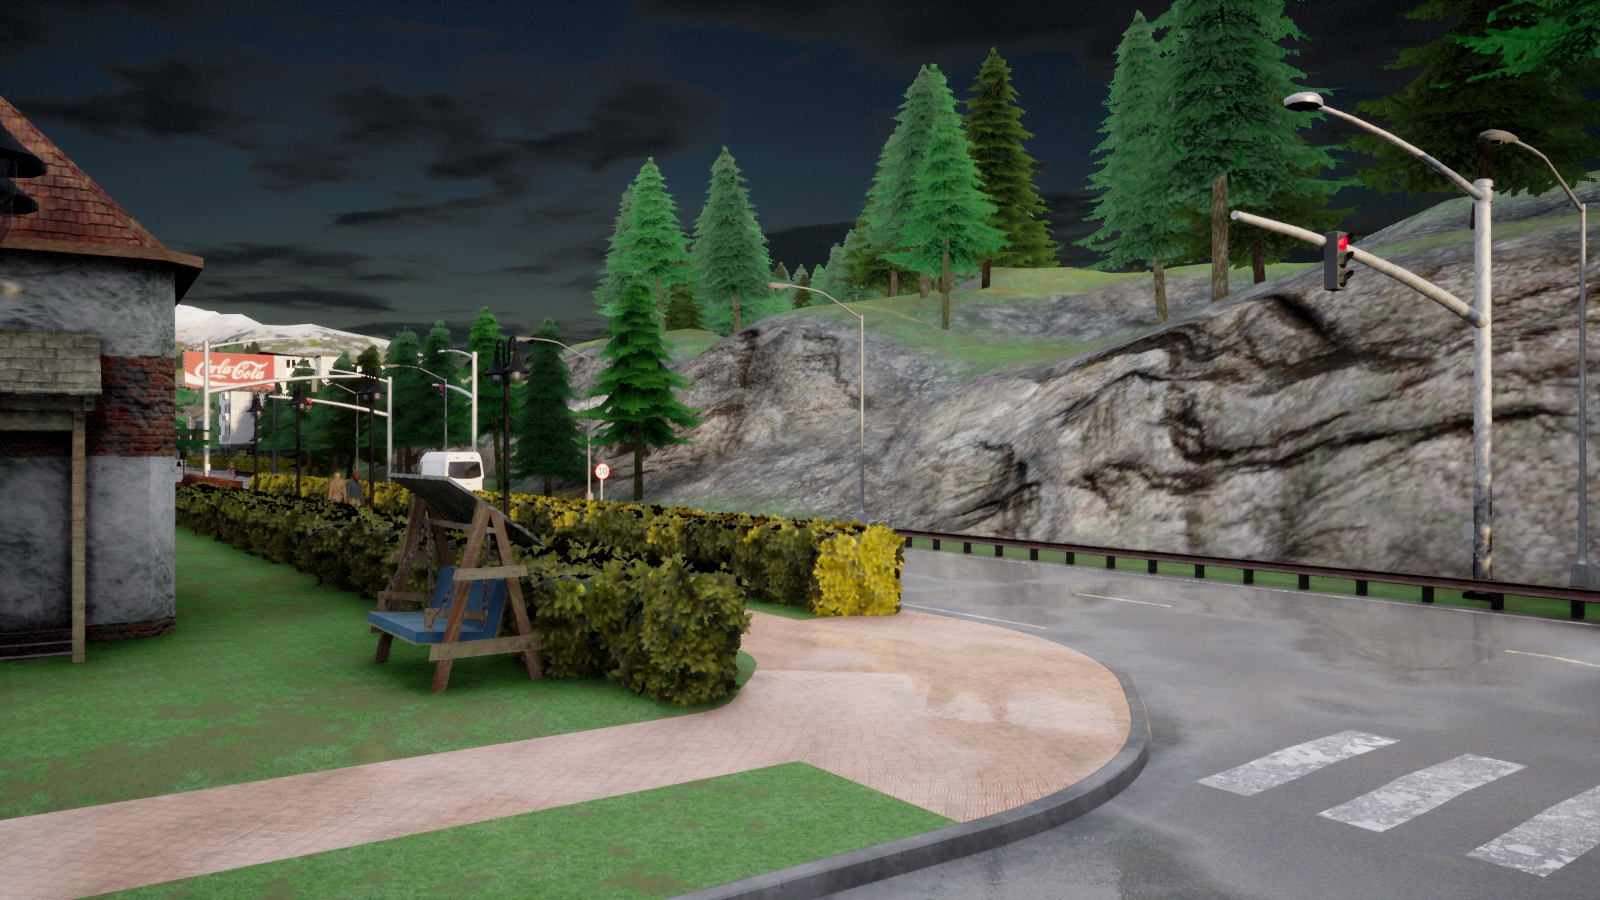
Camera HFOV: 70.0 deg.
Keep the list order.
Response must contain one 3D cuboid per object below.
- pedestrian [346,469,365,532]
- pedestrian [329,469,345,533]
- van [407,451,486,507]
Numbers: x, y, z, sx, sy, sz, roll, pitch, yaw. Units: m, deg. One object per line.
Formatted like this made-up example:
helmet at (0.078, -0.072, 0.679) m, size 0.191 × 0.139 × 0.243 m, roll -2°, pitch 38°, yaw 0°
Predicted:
pedestrian at (-13.301, 1.501, 34.201) m, size 0.375 × 1.860 × 0.375 m, roll 0°, pitch 0°, yaw 31°
pedestrian at (-13.636, 1.500, 33.643) m, size 0.375 × 1.860 × 0.375 m, roll 0°, pitch 0°, yaw -33°
van at (-17.321, 1.338, 55.782) m, size 1.988 × 2.561 × 5.915 m, roll 0°, pitch 0°, yaw -35°
